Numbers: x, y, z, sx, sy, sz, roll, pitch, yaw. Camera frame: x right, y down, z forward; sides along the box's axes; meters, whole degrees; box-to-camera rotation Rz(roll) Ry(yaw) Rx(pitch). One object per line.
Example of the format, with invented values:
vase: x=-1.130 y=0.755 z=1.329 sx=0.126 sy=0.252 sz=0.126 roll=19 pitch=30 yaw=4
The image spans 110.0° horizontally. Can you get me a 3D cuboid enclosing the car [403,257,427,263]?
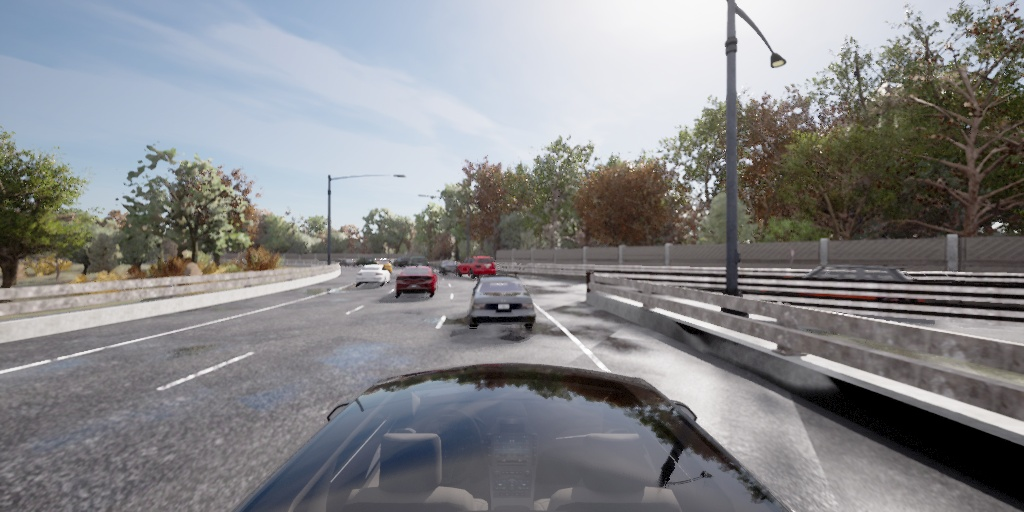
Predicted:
car: x=-10.628 y=1.121 z=40.106 sx=2.150 sy=2.045 sz=5.566 roll=0 pitch=0 yaw=-20

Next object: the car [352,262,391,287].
car: x=-9.900 y=1.370 z=25.696 sx=1.812 sy=1.442 sz=4.674 roll=0 pitch=0 yaw=-13

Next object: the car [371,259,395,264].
car: x=-15.334 y=1.387 z=42.410 sx=1.882 sy=1.535 sz=5.008 roll=0 pitch=0 yaw=-22

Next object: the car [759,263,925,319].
car: x=11.990 y=1.109 z=13.417 sx=4.553 sy=1.767 sz=2.097 roll=0 pitch=0 yaw=44

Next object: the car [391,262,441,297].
car: x=-5.088 y=1.297 z=19.524 sx=1.882 sy=1.535 sz=5.008 roll=0 pitch=0 yaw=-9

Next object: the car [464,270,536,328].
car: x=-0.435 y=1.335 z=11.542 sx=2.033 sy=1.411 sz=5.357 roll=0 pitch=0 yaw=-5

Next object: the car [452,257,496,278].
car: x=-3.506 y=1.104 z=34.391 sx=2.150 sy=2.045 sz=5.566 roll=0 pitch=0 yaw=-29

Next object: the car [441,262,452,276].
car: x=-7.208 y=1.393 z=40.806 sx=2.128 sy=1.511 sz=4.902 roll=0 pitch=0 yaw=-20
